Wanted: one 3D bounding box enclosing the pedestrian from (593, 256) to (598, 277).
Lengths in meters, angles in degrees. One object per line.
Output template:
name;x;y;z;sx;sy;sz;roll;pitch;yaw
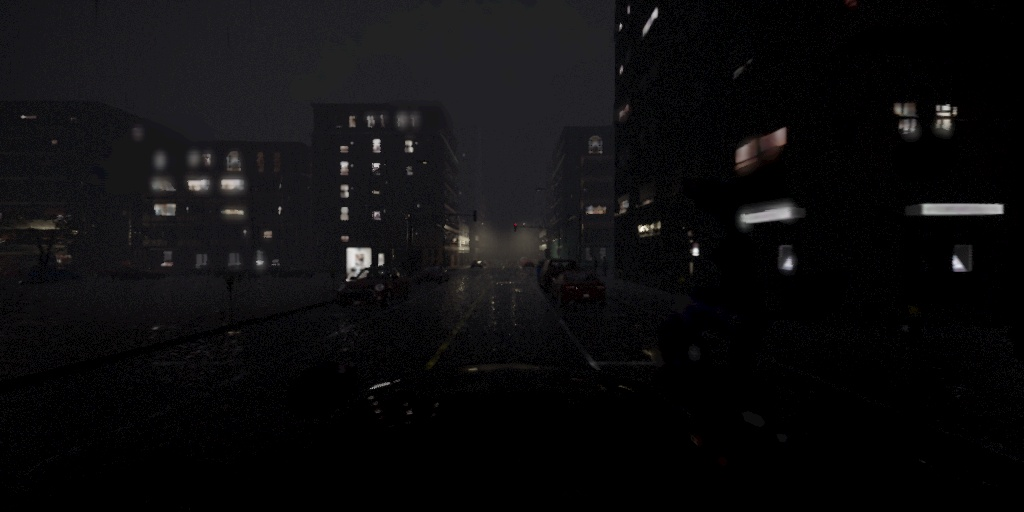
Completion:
pedestrian;7.135;0.892;30.795;0.375;1.860;0.375;0;0;0

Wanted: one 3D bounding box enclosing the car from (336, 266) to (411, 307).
car;-5.692;1.186;15.183;1.967;1.591;4.097;0;0;0

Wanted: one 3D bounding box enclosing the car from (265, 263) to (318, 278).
car;-22.393;1.632;37.008;4.403;1.370;2.007;0;0;0

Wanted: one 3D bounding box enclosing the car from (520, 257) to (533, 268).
car;2.689;1.326;58.632;1.802;1.307;4.207;0;0;0

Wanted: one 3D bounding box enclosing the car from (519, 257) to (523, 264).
car;2.689;1.312;64.155;1.948;1.339;4.313;0;0;0

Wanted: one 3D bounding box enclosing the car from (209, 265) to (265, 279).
car;-27.962;1.713;36.967;4.403;1.370;2.007;0;0;0

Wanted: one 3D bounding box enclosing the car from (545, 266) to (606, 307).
car;2.689;1.290;15.182;1.888;1.381;4.507;0;0;0

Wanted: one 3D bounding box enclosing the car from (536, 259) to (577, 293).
car;2.689;1.059;20.710;2.192;1.841;5.009;0;0;0

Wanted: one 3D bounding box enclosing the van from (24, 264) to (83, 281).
van;-46.852;1.781;36.934;3.998;1.789;1.690;0;0;0

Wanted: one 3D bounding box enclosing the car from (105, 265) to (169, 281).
car;-38.392;1.861;36.938;4.507;1.381;1.888;0;0;0

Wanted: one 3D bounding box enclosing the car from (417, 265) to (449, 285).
car;-5.692;1.326;26.239;1.802;1.307;4.207;0;0;0

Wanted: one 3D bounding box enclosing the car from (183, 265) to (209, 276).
car;-39.163;1.842;45.476;4.207;1.307;1.802;0;0;0

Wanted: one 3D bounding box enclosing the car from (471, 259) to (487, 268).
car;-5.692;1.311;58.644;1.948;1.339;4.313;0;0;0

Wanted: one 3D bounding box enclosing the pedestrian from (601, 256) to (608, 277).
pedestrian;8.135;0.909;31.395;0.375;1.860;0.375;0;0;0
